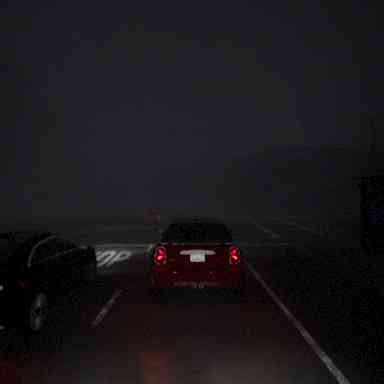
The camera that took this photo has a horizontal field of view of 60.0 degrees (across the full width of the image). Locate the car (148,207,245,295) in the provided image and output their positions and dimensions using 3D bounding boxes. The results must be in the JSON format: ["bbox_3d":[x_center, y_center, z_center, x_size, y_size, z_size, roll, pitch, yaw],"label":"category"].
[{"bbox_3d":[0.107,1.430,9.110,2.097,1.767,4.553,0,-1,0],"label":"car"}]

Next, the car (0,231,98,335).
[{"bbox_3d":[-3.376,1.552,6.798,2.128,1.511,4.902,0,0,0],"label":"car"}]

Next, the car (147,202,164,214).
[{"bbox_3d":[-4.508,1.969,40.791,1.812,1.442,4.674,0,-1,-3],"label":"car"}]
